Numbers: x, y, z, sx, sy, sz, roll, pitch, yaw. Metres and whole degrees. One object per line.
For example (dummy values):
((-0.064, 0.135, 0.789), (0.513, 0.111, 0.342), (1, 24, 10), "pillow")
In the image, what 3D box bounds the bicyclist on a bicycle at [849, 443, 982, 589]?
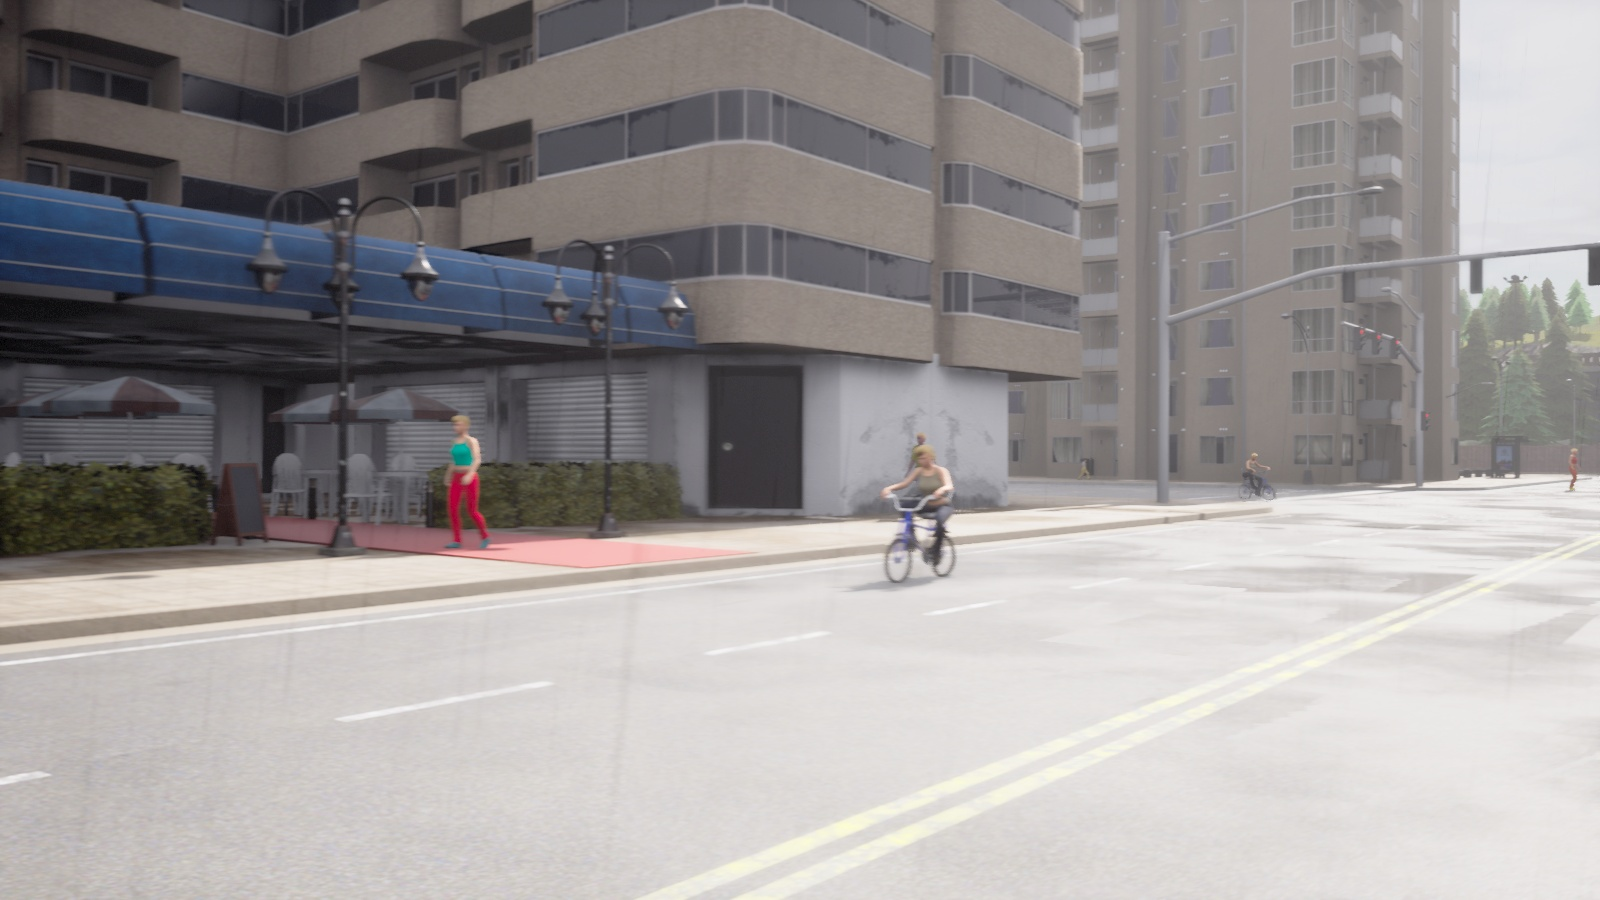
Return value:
((1.373, 0.731, 14.761), (0.866, 1.612, 1.509), (0, 0, 39), "bicyclist on a bicycle")

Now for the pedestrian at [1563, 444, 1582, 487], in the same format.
((33.398, 0.680, 54.302), (0.345, 1.836, 0.594), (0, 0, -37), "pedestrian")

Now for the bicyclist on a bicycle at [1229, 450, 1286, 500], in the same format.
((15.135, 0.815, 41.559), (0.866, 1.612, 1.509), (-3, 1, -30), "bicyclist on a bicycle")

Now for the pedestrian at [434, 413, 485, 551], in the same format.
((-4.611, 0.428, 17.022), (0.345, 1.836, 0.594), (0, 0, 30), "pedestrian")

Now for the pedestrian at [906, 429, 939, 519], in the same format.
((2.525, 0.490, 25.854), (0.354, 1.836, 0.706), (0, 0, 37), "pedestrian")
